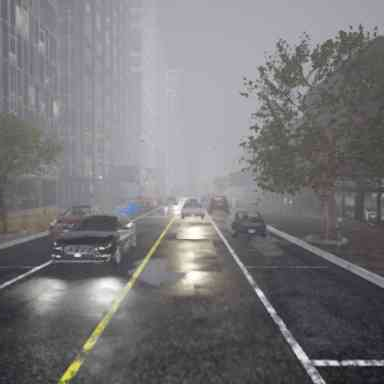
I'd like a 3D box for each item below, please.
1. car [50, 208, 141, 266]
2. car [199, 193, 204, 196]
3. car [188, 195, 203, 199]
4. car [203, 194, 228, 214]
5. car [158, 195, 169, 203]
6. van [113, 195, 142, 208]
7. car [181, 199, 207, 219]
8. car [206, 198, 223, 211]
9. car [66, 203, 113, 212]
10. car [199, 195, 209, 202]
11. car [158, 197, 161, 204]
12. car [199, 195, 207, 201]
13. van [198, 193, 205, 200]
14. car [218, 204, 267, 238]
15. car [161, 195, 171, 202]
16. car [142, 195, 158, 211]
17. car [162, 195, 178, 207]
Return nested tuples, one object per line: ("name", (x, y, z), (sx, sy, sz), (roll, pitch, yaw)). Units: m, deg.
("car", (-3.108, 1.488, 11.463), (1.837, 1.490, 4.892), (0, 0, 0))
("car", (2.638, 1.210, 62.155), (2.192, 1.841, 5.009), (-1, 0, 0))
("car", (0.042, 1.457, 40.635), (1.812, 1.442, 4.674), (0, 0, 0))
("car", (2.655, 1.257, 34.481), (2.192, 1.841, 5.009), (-1, 0, 0))
("car", (-5.743, 1.413, 67.525), (1.752, 1.417, 4.829), (-1, 0, 0))
("van", (-5.722, 1.294, 28.951), (1.690, 1.788, 3.998), (-1, 0, 0))
("car", (0.064, 1.554, 28.232), (1.895, 1.301, 4.718), (0, 0, 0))
("car", (2.655, 1.458, 40.186), (1.752, 1.417, 4.829), (-1, 0, 0))
("car", (-5.725, 1.413, 17.154), (1.967, 1.590, 4.097), (-1, 0, 0))
("car", (2.635, 1.442, 73.223), (1.947, 1.339, 4.313), (-1, 0, 0))
("car", (-5.729, 1.450, 45.386), (1.752, 1.417, 4.829), (-1, 0, 0))
("car", (2.632, 1.449, 78.758), (1.802, 1.307, 4.206), (-1, 0, 0))
("van", (2.621, 1.189, 89.826), (1.690, 1.788, 3.998), (-1, 0, 0))
("car", (2.681, 1.522, 17.143), (2.008, 1.369, 4.403), (-1, 0, 0))
("car", (-5.746, 1.403, 73.060), (1.752, 1.417, 4.829), (-1, 0, 0))
("car", (-5.728, 1.249, 40.021), (2.192, 1.841, 5.009), (-1, 0, 0))
("car", (-3.101, 1.442, 50.515), (1.812, 1.442, 4.674), (0, 0, 0))
